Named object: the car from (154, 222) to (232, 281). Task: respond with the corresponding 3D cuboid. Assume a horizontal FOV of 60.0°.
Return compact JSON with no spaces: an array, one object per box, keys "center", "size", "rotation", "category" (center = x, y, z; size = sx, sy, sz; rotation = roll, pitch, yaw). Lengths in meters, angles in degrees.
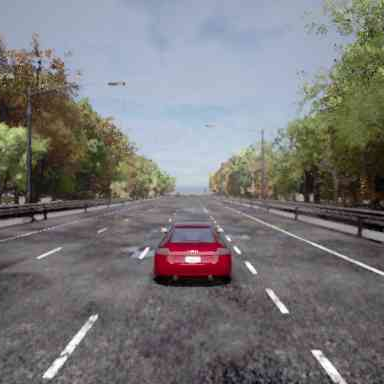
[{"center":[0.017,1.567,9.866],"size":[1.994,1.385,4.181],"rotation":[0,0,0],"category":"car"}]
